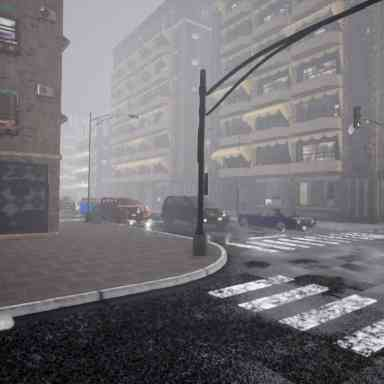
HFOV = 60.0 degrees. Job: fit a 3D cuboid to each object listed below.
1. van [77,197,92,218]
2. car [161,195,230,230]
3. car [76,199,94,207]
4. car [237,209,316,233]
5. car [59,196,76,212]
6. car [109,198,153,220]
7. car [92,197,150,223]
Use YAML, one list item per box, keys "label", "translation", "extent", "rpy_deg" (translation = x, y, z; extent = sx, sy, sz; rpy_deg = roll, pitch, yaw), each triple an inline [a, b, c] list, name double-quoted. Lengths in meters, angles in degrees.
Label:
- label: "van"
  translation: [-8.775, 1.354, 30.003]
  extent: [1.690, 1.788, 3.998]
  rpy_deg: [1, -1, -35]
- label: "car"
  translation: [0.046, 1.249, 21.846]
  extent: [2.150, 2.045, 5.566]
  rpy_deg: [1, -1, -36]
- label: "car"
  translation: [-18.504, 1.867, 57.290]
  extent: [1.802, 1.307, 4.206]
  rpy_deg: [1, -1, -35]
- label: "car"
  translation: [4.911, 1.677, 20.086]
  extent: [1.895, 1.301, 4.718]
  rpy_deg: [1, -1, -35]
- label: "car"
  translation: [-15.234, 1.368, 39.094]
  extent: [2.192, 1.841, 5.009]
  rpy_deg: [1, -1, -35]
- label: "car"
  translation: [-5.524, 1.410, 29.693]
  extent: [2.097, 1.767, 4.553]
  rpy_deg: [1, -1, -35]
- label: "car"
  translation: [-5.545, 1.310, 25.458]
  extent: [2.192, 1.841, 5.009]
  rpy_deg: [1, -1, -35]
